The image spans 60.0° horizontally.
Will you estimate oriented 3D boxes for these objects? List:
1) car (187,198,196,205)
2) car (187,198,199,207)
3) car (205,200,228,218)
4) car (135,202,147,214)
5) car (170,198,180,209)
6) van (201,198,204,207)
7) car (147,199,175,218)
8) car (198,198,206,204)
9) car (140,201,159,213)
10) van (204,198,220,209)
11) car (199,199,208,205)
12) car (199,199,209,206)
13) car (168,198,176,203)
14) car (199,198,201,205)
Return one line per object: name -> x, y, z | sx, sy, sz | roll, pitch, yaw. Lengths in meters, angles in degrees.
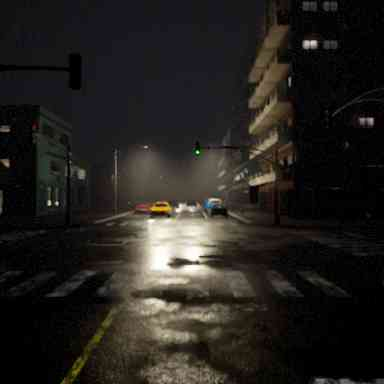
car -> -0.052, 2.058, 74.033 | 1.994, 1.385, 4.181 | 0, 0, 0
car -> -0.043, 2.153, 63.989 | 1.994, 1.385, 4.181 | 0, 0, 0
car -> 2.679, 1.876, 34.126 | 2.008, 1.369, 4.403 | 1, -1, 0
car -> -5.706, 1.957, 39.664 | 1.802, 1.307, 4.206 | 1, -1, 0
car -> -3.070, 2.009, 54.045 | 1.837, 1.490, 4.892 | 0, -1, 0
van -> 2.671, 1.816, 50.869 | 1.690, 1.788, 3.998 | 1, -1, 0
car -> -3.111, 1.803, 34.174 | 1.882, 1.535, 5.008 | 0, 0, 0
car -> 2.642, 2.346, 89.932 | 1.887, 1.381, 4.507 | 1, 0, 0
car -> -5.709, 1.970, 45.245 | 1.887, 1.381, 4.507 | 1, -1, 0
van -> 2.678, 1.716, 39.707 | 1.690, 1.788, 3.998 | 1, -1, 0
car -> 2.649, 2.278, 78.770 | 1.947, 1.339, 4.313 | 1, 0, 0
car -> 2.652, 2.232, 73.189 | 1.947, 1.339, 4.313 | 1, 0, 0
car -> -5.743, 2.411, 95.464 | 1.947, 1.339, 4.313 | 1, 0, 0
car -> 2.660, 2.099, 62.198 | 1.752, 1.417, 4.829 | 1, 0, 0
